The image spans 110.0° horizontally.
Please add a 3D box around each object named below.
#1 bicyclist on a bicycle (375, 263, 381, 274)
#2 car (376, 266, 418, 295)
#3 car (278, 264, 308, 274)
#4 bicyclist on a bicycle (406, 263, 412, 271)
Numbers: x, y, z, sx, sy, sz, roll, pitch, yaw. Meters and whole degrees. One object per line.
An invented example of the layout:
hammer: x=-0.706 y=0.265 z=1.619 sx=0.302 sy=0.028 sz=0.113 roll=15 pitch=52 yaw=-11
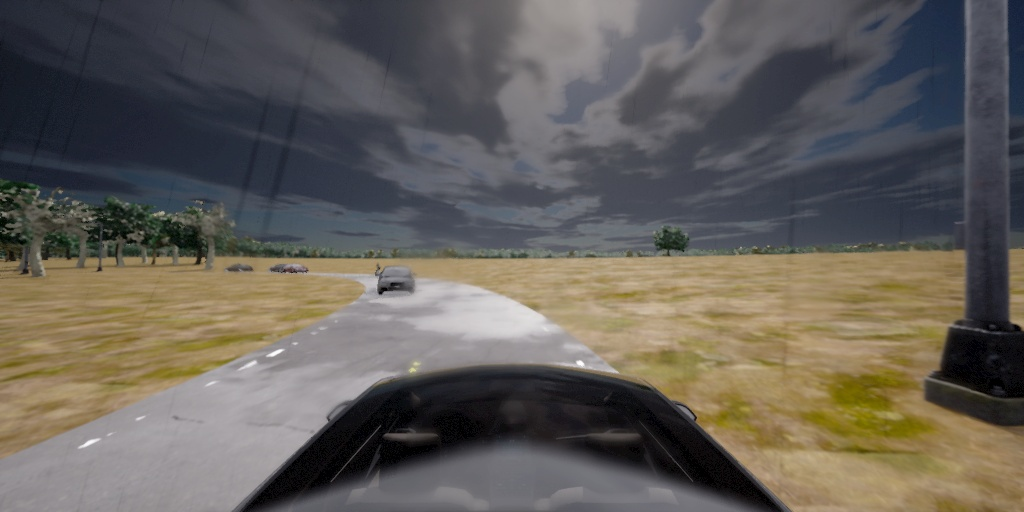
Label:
bicyclist on a bicycle: x=-16.835 y=1.645 z=45.158 sx=0.582 sy=1.620 sz=1.656 roll=2 pitch=-2 yaw=-43
car: x=-6.515 y=1.309 z=20.211 sx=1.837 sy=1.490 sz=4.892 roll=1 pitch=-1 yaw=-20
car: x=-31.776 y=1.859 z=52.553 sx=4.674 sy=1.442 sz=1.812 roll=-1 pitch=-2 yaw=33
bicyclist on a bicycle: x=-10.926 y=1.515 z=37.789 sx=0.866 sy=1.612 sz=1.509 roll=1 pitch=-1 yaw=-35
